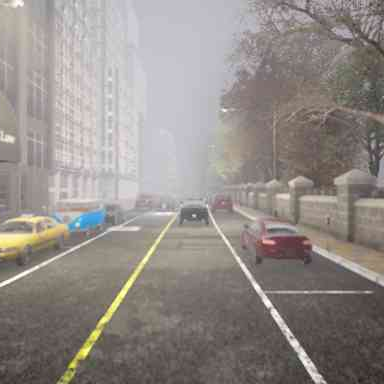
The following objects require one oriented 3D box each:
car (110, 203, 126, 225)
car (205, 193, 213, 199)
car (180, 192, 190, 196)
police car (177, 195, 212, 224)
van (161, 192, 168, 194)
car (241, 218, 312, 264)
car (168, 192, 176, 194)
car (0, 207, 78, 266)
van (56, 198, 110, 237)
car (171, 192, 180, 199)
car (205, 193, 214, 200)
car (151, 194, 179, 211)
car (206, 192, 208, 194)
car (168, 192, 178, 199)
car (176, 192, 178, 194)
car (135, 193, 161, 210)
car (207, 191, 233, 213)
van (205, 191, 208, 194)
[{"bbox_3d":[-5.654,1.418,22.557,1.947,1.339,4.313,1,0,1],"label":"car"},{"bbox_3d":[4.236,0.955,82.162,1.802,1.307,4.206,1,1,2],"label":"car"},{"bbox_3d":[-1.613,0.700,76.549,2.097,1.767,4.553,0,0,2],"label":"car"},{"bbox_3d":[0.163,1.271,23.311,1.930,1.638,5.238,0,0,1],"label":"police car"},{"bbox_3d":[-5.005,0.990,49.569,1.690,1.788,3.998,1,0,2],"label":"van"},{"bbox_3d":[2.696,1.510,11.189,1.802,1.307,4.206,0,0,0],"label":"car"},{"bbox_3d":[-4.716,0.876,60.513,2.192,1.841,5.009,1,0,2],"label":"car"},{"bbox_3d":[-5.693,1.452,11.285,1.752,1.417,4.829,0,0,0],"label":"car"},{"bbox_3d":[-5.683,1.230,17.013,1.690,1.788,3.998,1,0,0],"label":"van"},{"bbox_3d":[-4.140,0.813,82.404,1.967,1.590,4.097,1,1,2],"label":"car"},{"bbox_3d":[4.092,0.987,76.686,1.947,1.339,4.313,1,1,2],"label":"car"},{"bbox_3d":[-2.768,1.243,36.341,2.128,1.511,4.902,0,0,2],"label":"car"},{"bbox_3d":[3.370,1.090,49.301,1.967,1.590,4.097,1,0,2],"label":"car"},{"bbox_3d":[-4.284,0.861,76.932,1.967,1.590,4.097,1,1,2],"label":"car"},{"bbox_3d":[-4.430,1.020,71.459,2.008,1.369,4.403,1,1,2],"label":"car"},{"bbox_3d":[-5.294,1.050,38.624,2.192,1.841,5.009,1,0,2],"label":"car"},{"bbox_3d":[2.938,1.092,32.871,2.192,1.841,5.009,1,0,2],"label":"car"},{"bbox_3d":[3.660,0.903,60.254,1.690,1.788,3.998,1,0,2],"label":"van"}]
